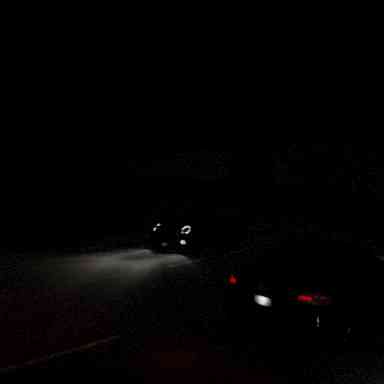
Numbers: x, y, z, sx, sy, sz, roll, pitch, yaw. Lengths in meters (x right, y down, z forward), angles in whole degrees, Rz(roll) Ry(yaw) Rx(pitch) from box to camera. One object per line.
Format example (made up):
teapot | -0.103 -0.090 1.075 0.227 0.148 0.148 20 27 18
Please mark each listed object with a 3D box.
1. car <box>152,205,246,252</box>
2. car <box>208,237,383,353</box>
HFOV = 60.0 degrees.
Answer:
car | 0.406 1.419 14.390 2.097 1.767 4.553 -1 0 41
car | 2.527 1.587 6.308 4.181 1.385 1.994 0 0 -43
